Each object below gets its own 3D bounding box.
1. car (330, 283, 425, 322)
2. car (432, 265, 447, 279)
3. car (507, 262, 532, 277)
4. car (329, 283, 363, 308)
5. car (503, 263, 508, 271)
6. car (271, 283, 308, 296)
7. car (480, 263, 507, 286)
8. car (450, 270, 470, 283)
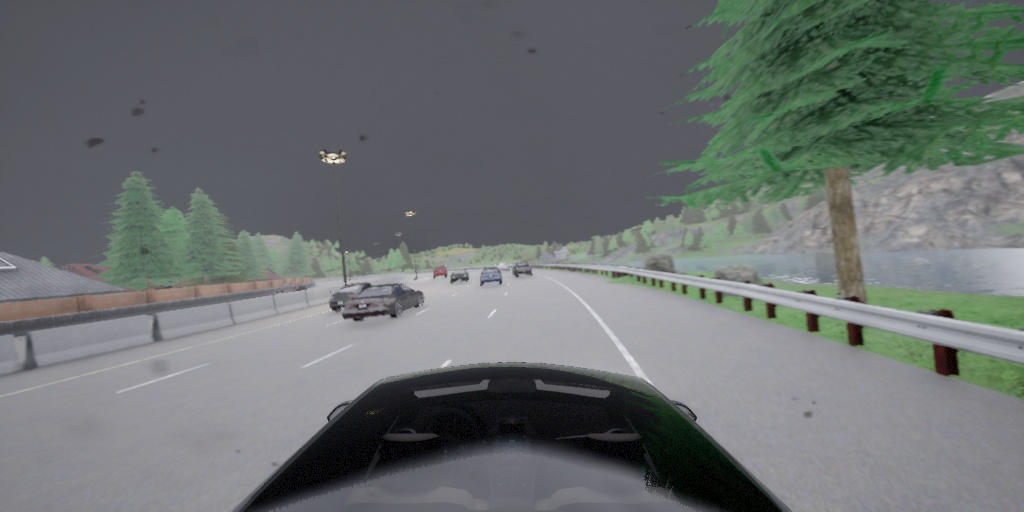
[{"bbox_3d":[-5.586,1.969,16.226,2.033,1.411,5.357,-6,0,3],"label":"car"},{"bbox_3d":[-12.033,2.639,59.983,2.150,2.045,5.566,-5,0,-13],"label":"car"},{"bbox_3d":[1.055,1.438,39.865,2.128,1.511,4.902,-5,0,-5],"label":"car"},{"bbox_3d":[-9.010,2.330,21.267,1.812,1.442,4.674,-5,0,1],"label":"car"},{"bbox_3d":[-1.788,1.927,61.109,1.812,1.442,4.674,-5,0,-12],"label":"car"},{"bbox_3d":[-23.366,3.539,37.762,1.994,1.385,4.181,-6,0,-4],"label":"car"},{"bbox_3d":[-1.778,1.706,30.876,2.033,1.411,5.357,-6,0,-2],"label":"car"},{"bbox_3d":[-5.726,2.226,39.796,1.895,1.301,4.718,-6,0,-5],"label":"car"}]
